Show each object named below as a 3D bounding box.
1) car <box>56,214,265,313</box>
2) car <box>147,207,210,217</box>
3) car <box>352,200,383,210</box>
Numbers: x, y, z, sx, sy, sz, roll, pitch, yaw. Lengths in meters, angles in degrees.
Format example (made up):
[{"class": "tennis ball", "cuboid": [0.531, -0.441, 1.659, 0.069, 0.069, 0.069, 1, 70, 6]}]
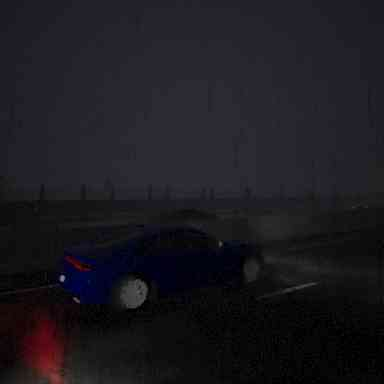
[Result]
[{"class": "car", "cuboid": [-0.441, 1.476, 7.729, 5.008, 1.535, 1.882, 0, 0, -35]}, {"class": "car", "cuboid": [-0.918, 1.503, 16.231, 4.892, 1.490, 1.837, 0, 0, -35]}, {"class": "car", "cuboid": [18.336, 1.519, 34.232, 4.674, 1.442, 1.812, 0, 0, -35]}]
